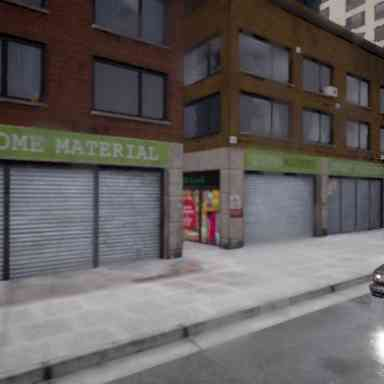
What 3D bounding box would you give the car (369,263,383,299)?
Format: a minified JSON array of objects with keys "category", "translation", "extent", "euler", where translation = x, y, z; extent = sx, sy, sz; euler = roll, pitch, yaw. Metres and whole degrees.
[{"category":"car","translation":[6.061,1.553,7.274],"extent":[5.357,1.411,2.033],"euler":[0,0,-35]}]
